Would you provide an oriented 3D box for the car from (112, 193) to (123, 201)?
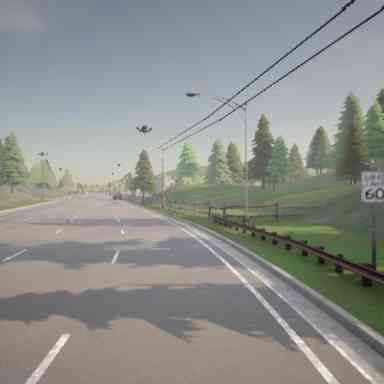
[{"bbox_3d":[-18.331,1.324,81.947,2.150,2.045,5.566,0,0,-16],"label":"car"}]
